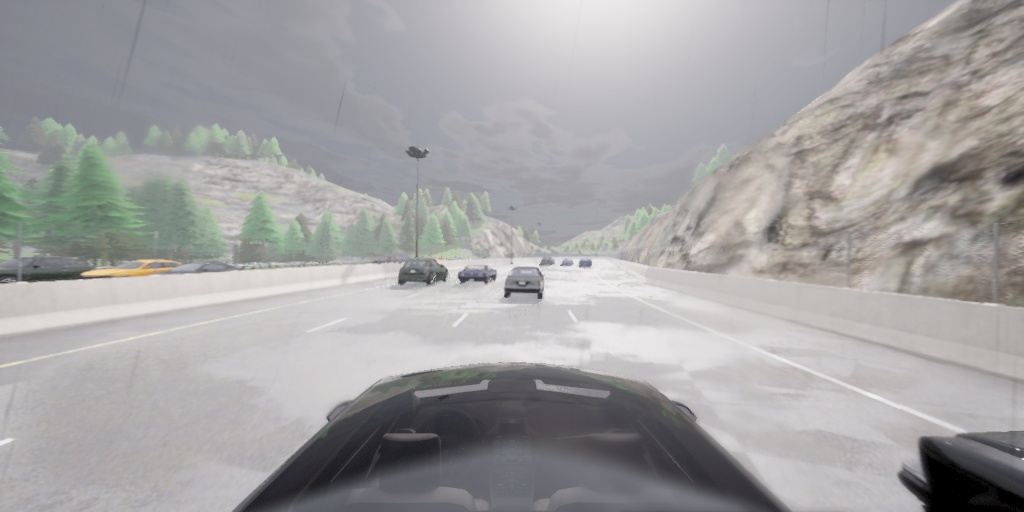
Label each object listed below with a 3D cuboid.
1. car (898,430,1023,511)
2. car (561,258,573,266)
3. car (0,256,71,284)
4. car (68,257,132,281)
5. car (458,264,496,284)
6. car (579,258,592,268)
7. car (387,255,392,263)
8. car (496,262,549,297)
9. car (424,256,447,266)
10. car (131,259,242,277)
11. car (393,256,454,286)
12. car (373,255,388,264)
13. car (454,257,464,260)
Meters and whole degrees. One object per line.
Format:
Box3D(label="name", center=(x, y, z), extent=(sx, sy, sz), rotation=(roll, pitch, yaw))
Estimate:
Box3D(label="car", center=(3.584, 1.393, 0.241), extent=(1.895, 1.301, 4.718), rotation=(1, 0, -1))
Box3D(label="car", center=(9.992, 1.121, 64.671), extent=(2.033, 1.411, 5.357), rotation=(1, 0, 14))
Box3D(label="car", center=(-23.922, 0.792, 17.852), extent=(2.097, 1.767, 4.553), rotation=(1, 0, 4))
Box3D(label="car", center=(-20.264, 0.945, 19.824), extent=(1.882, 1.535, 5.008), rotation=(1, 0, 5))
Box3D(label="car", center=(-2.267, 1.226, 25.060), extent=(1.895, 1.301, 4.718), rotation=(1, 0, 8))
Box3D(label="car", center=(12.249, 1.096, 59.601), extent=(1.882, 1.535, 5.008), rotation=(1, 0, 15))
Box3D(label="car", center=(-17.170, 0.881, 57.499), extent=(2.033, 1.411, 5.357), rotation=(1, 0, 14))
Box3D(label="car", center=(0.708, 1.232, 18.268), extent=(2.033, 1.411, 5.357), rotation=(1, 0, 6))
Box3D(label="car", center=(-12.831, 0.838, 60.481), extent=(1.882, 1.535, 5.008), rotation=(1, 0, 14))
Box3D(label="car", center=(-16.806, 1.031, 19.245), extent=(1.812, 1.442, 4.674), rotation=(1, 0, 5))
Box3D(label="car", center=(-5.713, 0.948, 23.703), extent=(2.097, 1.767, 4.553), rotation=(1, 0, 7))
Box3D(label="car", center=(-20.561, 0.648, 58.390), extent=(2.097, 1.767, 4.553), rotation=(1, 0, 14))
Box3D(label="car", center=(-9.326, 0.888, 60.083), extent=(2.128, 1.511, 4.902), rotation=(1, 0, 15))
